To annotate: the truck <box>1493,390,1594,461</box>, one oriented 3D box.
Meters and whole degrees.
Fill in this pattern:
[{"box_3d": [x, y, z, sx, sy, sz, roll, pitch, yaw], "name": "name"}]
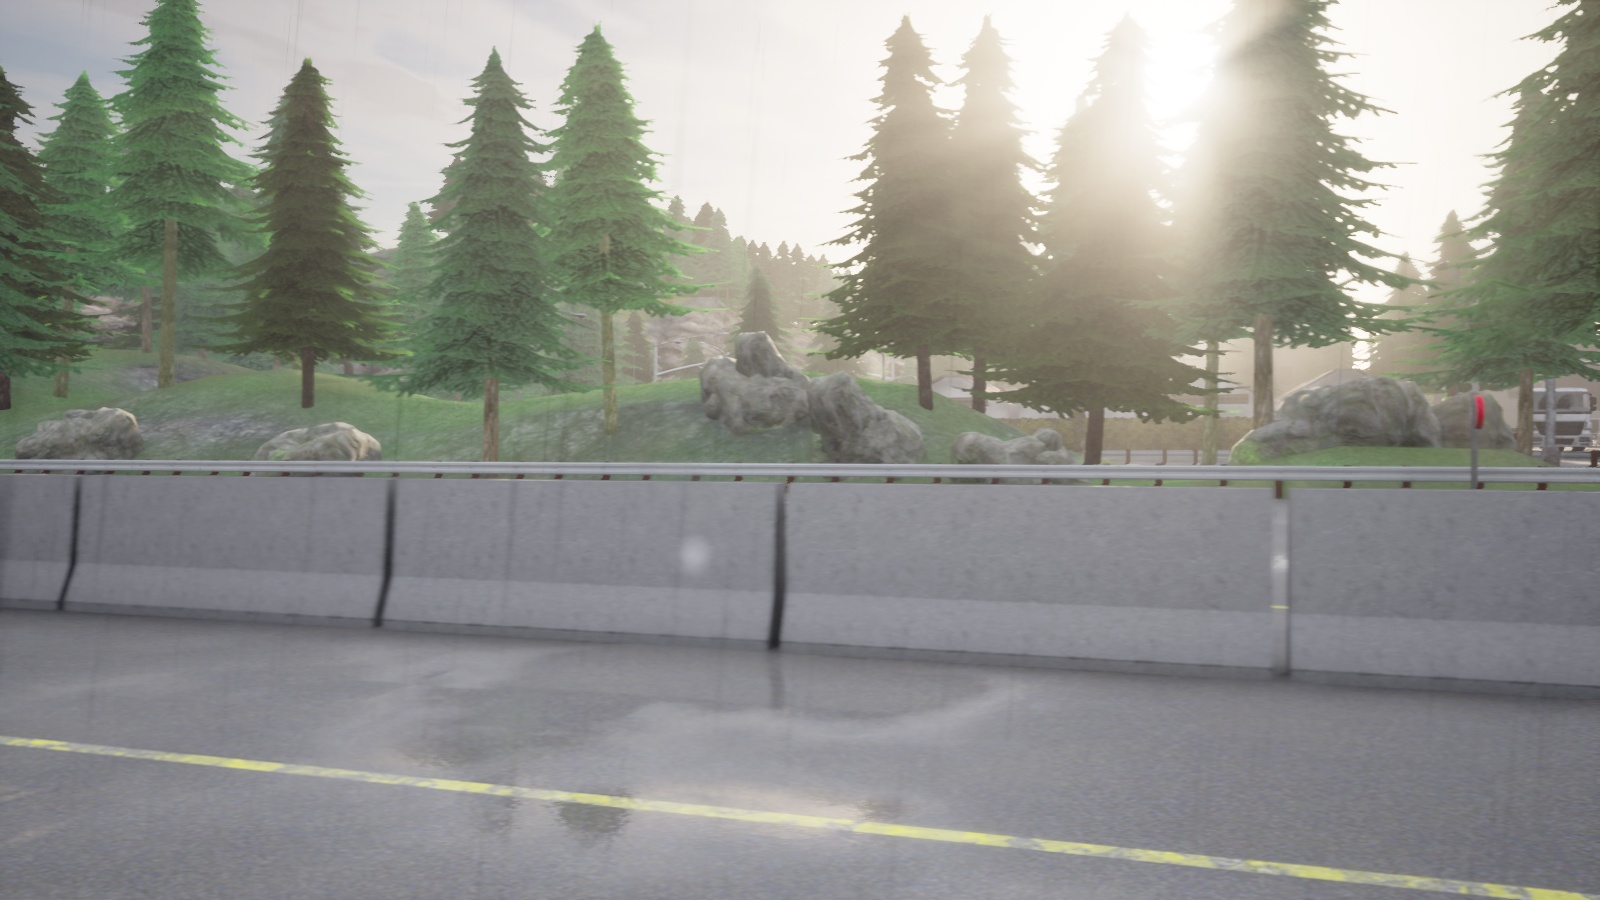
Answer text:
[{"box_3d": [38.738, -1.240, 65.694, 2.891, 3.462, 7.936, 1, 1, 18], "name": "truck"}]
